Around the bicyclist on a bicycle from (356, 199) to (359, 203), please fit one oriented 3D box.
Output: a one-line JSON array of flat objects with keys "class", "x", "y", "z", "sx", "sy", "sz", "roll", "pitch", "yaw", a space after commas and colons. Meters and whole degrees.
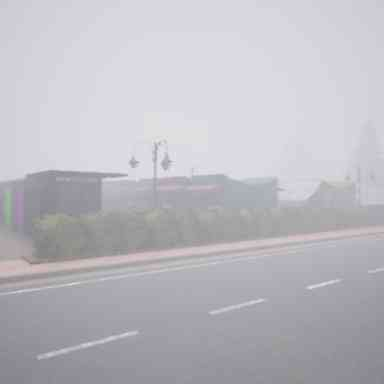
[{"class": "bicyclist on a bicycle", "x": 24.063, "y": 1.815, "z": 48.478, "sx": 1.656, "sy": 1.620, "sz": 0.582, "roll": 1, "pitch": 0, "yaw": -37}]
